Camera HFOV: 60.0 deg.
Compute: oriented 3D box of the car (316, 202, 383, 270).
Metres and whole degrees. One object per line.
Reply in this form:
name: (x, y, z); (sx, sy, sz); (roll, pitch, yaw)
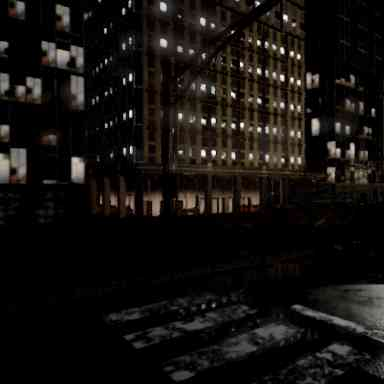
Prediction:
car: (6.267, 1.278, 11.032); (5.009, 1.841, 2.192); (0, 0, -35)
